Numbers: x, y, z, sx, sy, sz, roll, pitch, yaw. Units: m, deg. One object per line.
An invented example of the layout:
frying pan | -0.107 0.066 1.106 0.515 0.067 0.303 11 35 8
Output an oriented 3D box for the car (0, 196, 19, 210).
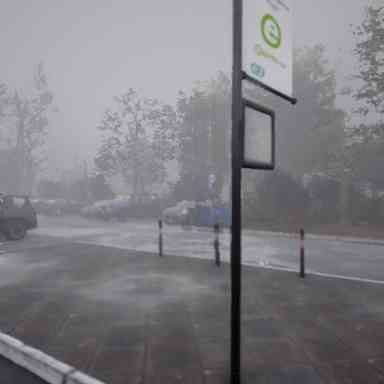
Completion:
car | -23.348 1.327 38.945 2.097 1.535 5.008 0 0 35

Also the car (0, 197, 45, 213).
car | -18.583 1.370 35.688 2.163 1.488 4.792 0 0 35

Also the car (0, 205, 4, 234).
car | -11.749 1.417 15.636 2.002 1.452 4.674 0 0 35

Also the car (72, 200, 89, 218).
car | -6.983 1.373 27.639 2.231 1.521 4.892 0 0 35

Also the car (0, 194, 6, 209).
car | -25.649 1.194 40.581 2.185 1.767 4.553 0 0 35

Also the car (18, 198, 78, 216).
car | -13.958 1.354 32.446 2.097 1.535 5.008 0 0 35

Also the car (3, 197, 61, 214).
car | -16.280 1.347 34.054 2.097 1.535 5.008 0 0 35

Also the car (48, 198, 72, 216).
car | -11.635 1.362 30.840 2.231 1.521 4.892 0 0 35

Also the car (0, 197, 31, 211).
car | -21.021 1.334 37.346 2.097 1.535 5.008 0 0 35

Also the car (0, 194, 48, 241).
car | -9.441 1.129 14.007 2.435 2.045 5.566 0 0 35

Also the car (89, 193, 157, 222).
car | -4.782 1.124 26.074 2.435 2.045 5.566 0 0 35

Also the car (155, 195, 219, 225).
car | -0.050 1.248 22.756 2.185 1.767 4.553 1 1 35
